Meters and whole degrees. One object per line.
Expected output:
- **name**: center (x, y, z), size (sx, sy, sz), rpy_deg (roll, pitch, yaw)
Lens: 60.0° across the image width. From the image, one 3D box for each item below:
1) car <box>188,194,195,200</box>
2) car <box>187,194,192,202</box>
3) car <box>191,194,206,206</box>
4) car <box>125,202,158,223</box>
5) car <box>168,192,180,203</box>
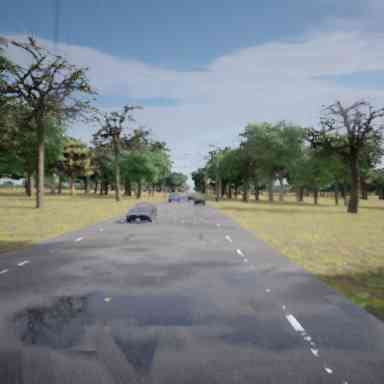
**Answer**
- **car**: center (-0.039, 1.247, 87.613), size (1.812, 1.442, 4.674), rpy_deg (0, 0, 0)
- **car**: center (-0.031, 1.268, 70.421), size (1.837, 1.490, 4.892), rpy_deg (0, 0, 0)
- **car**: center (1.201, 1.412, 53.424), size (1.837, 1.490, 4.892), rpy_deg (0, 0, 0)
- **car**: center (-3.608, 1.495, 24.964), size (2.033, 1.411, 5.357), rpy_deg (0, 0, 0)
- **car**: center (-3.532, 1.106, 66.786), size (2.150, 2.045, 5.566), rpy_deg (0, 0, 0)
